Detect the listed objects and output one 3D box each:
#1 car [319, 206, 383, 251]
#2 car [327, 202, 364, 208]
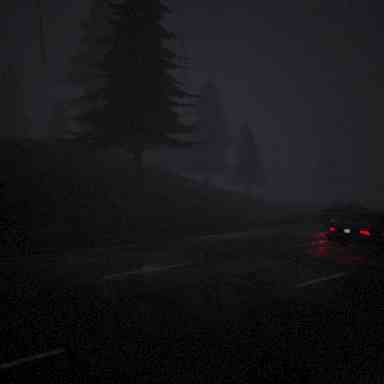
[{"bbox_3d":[7.664,1.451,13.518,5.357,1.411,2.033,0,0,-36],"label":"car"},{"bbox_3d":[9.466,1.359,20.055,4.902,1.511,2.128,-1,0,-44],"label":"car"}]
